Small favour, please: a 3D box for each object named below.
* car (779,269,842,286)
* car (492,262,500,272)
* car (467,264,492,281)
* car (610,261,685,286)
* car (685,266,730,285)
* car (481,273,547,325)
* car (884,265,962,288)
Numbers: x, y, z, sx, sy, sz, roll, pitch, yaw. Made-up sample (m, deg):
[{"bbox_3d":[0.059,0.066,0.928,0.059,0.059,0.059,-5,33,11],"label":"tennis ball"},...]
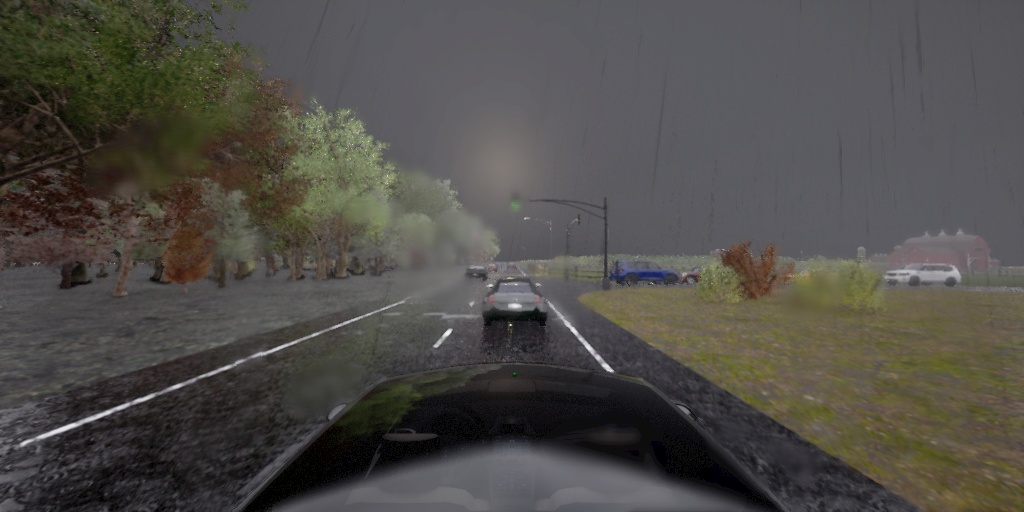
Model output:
[{"bbox_3d":[27.714,1.980,33.421,5.008,1.535,1.882,1,-2,0],"label":"car"},{"bbox_3d":[-3.432,2.029,62.307,1.812,1.442,4.674,0,-1,0],"label":"car"},{"bbox_3d":[-3.411,1.662,36.323,1.882,1.535,5.008,0,-1,0],"label":"car"},{"bbox_3d":[10.978,1.437,29.897,5.566,2.045,2.150,1,-3,-7],"label":"car"},{"bbox_3d":[17.637,1.746,33.511,4.553,1.767,2.097,1,-2,1],"label":"car"},{"bbox_3d":[0.098,1.450,12.448,1.994,1.385,4.181,0,-1,0],"label":"car"},{"bbox_3d":[38.164,1.839,33.381,5.566,2.045,2.150,1,-2,0],"label":"car"}]
